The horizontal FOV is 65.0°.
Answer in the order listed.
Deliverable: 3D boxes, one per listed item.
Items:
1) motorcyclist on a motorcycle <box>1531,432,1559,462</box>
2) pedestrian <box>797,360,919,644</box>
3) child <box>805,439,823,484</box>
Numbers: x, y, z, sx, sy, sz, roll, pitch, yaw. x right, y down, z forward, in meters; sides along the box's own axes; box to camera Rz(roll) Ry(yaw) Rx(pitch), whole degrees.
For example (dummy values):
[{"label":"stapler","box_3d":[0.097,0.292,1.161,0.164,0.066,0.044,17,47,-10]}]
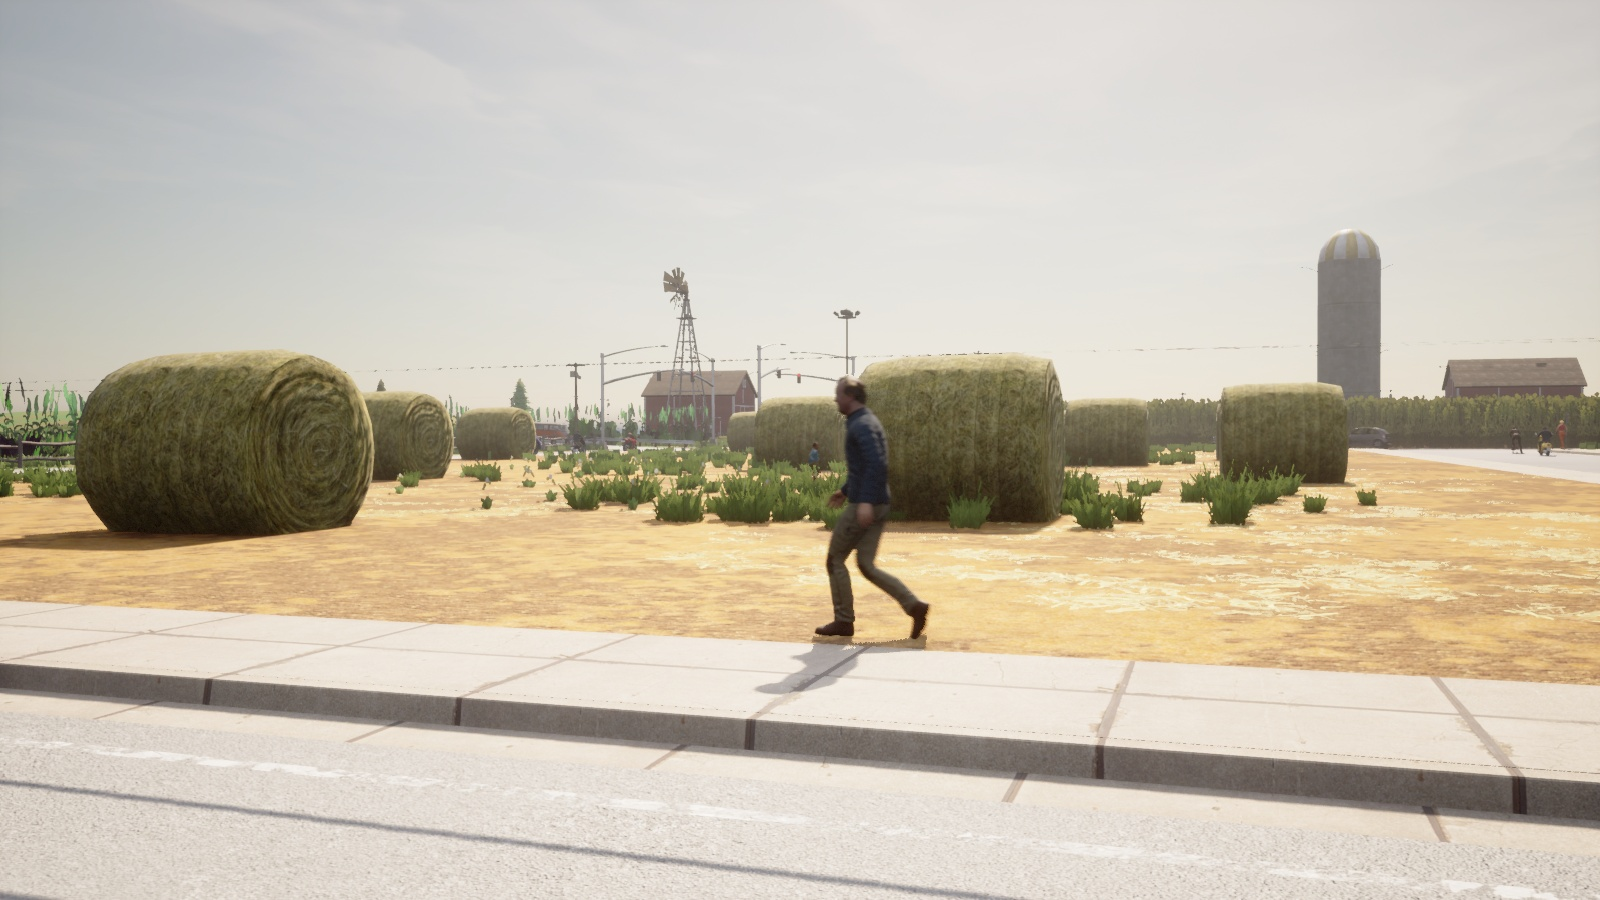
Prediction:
[{"label":"motorcyclist on a motorcycle","box_3d":[39.915,-0.176,67.313,0.866,1.590,1.817,1,2,18]},{"label":"pedestrian","box_3d":[0.390,0.331,8.435,0.726,1.842,0.402,1,1,19]},{"label":"child","box_3d":[0.377,0.296,33.532,0.448,1.192,0.343,0,1,5]}]
